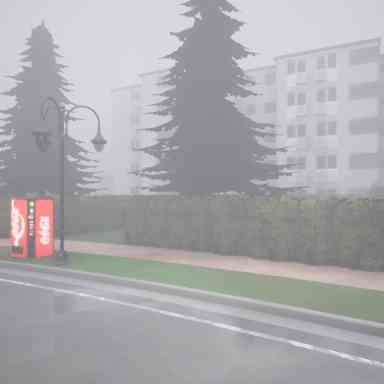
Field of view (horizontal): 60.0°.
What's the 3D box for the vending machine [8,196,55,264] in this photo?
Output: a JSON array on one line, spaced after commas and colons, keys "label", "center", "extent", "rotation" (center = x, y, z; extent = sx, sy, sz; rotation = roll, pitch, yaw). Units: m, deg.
[{"label": "vending machine", "center": [-5.294, 1.195, 11.041], "extent": [0.880, 2.100, 1.100], "rotation": [0, 0, 24]}]
